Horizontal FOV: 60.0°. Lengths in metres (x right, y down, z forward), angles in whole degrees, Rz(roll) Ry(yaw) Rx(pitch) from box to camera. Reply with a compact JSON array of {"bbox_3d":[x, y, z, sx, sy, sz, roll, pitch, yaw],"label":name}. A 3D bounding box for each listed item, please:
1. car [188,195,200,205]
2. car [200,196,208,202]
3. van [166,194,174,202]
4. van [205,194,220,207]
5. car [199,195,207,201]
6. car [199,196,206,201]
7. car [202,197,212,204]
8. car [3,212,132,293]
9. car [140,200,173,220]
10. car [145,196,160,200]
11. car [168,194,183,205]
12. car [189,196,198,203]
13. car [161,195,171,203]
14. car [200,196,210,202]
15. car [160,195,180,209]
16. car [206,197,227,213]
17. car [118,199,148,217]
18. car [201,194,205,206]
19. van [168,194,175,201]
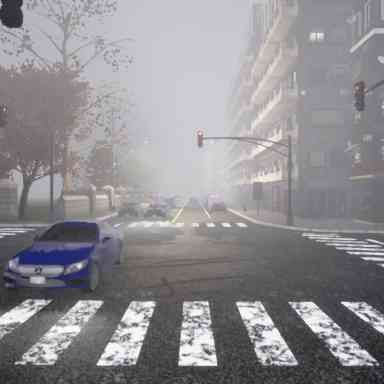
[{"bbox_3d":[0.298,1.615,60.400,1.994,1.385,4.181,0,0,0],"label":"car"},{"bbox_3d":[2.959,1.637,81.537,1.887,1.381,4.507,0,0,0],"label":"car"},{"bbox_3d":[-5.421,1.433,81.565,1.690,1.788,3.998,0,0,0],"label":"van"},{"bbox_3d":[2.831,1.367,42.126,1.690,1.788,3.998,0,0,0],"label":"van"},{"bbox_3d":[2.978,1.546,87.166,1.967,1.590,4.097,0,0,0],"label":"car"},{"bbox_3d":[2.996,1.702,92.797,1.802,1.307,4.206,0,0,0],"label":"car"},{"bbox_3d":[2.904,1.604,64.646,1.887,1.381,4.507,0,0,0],"label":"car"},{"bbox_3d":[-3.050,1.493,8.933,1.812,1.442,4.674,1,0,0],"label":"car"},{"bbox_3d":[-3.005,1.614,28.766,1.895,1.301,4.718,0,0,0],"label":"car"},{"bbox_3d":[-5.550,1.551,41.984,1.752,1.417,4.829,0,0,0],"label":"car"},{"bbox_3d":[-2.838,1.405,61.339,2.097,1.767,4.553,0,0,1],"label":"car"},{"bbox_3d":[0.301,1.596,71.189,1.812,1.442,4.674,0,0,0],"label":"car"},{"bbox_3d":[-5.457,1.509,70.304,1.967,1.590,4.097,0,0,0],"label":"car"},{"bbox_3d":[2.941,1.630,75.907,2.008,1.369,4.403,0,0,0],"label":"car"},{"bbox_3d":[-2.944,1.535,45.117,1.837,1.490,4.892,0,0,0],"label":"car"},{"bbox_3d":[2.812,1.564,36.495,1.887,1.381,4.507,0,0,0],"label":"car"},{"bbox_3d":[-5.587,1.580,30.893,1.947,1.339,4.313,0,0,0],"label":"car"},{"bbox_3d":[2.868,1.481,53.387,1.967,1.590,4.097,0,0,0],"label":"car"},{"bbox_3d":[-5.402,1.446,87.194,1.690,1.788,3.998,0,0,0],"label":"van"}]
